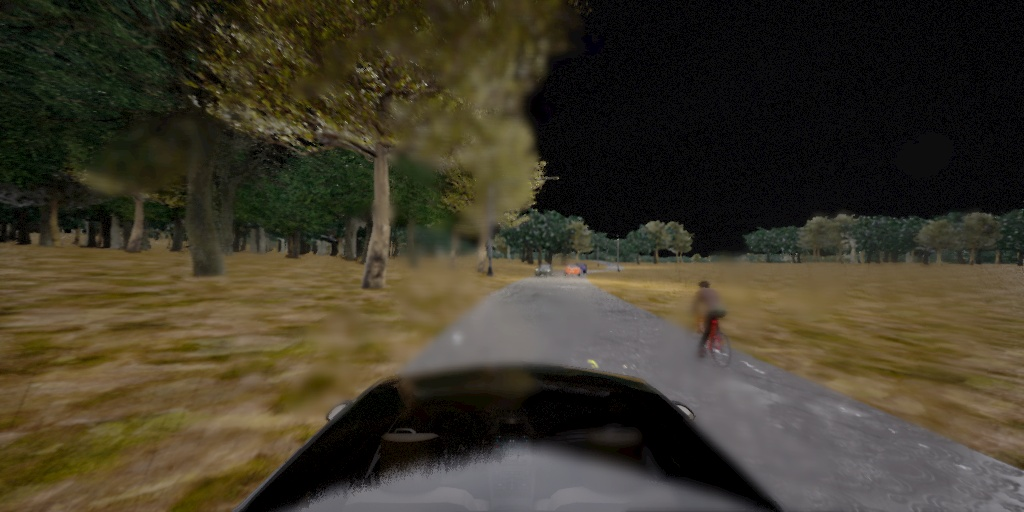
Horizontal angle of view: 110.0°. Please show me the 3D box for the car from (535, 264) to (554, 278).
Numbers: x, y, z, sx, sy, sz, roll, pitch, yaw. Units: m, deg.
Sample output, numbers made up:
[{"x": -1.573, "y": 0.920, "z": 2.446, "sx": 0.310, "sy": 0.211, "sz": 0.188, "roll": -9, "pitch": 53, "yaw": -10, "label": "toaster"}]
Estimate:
[{"x": 4.146, "y": 1.772, "z": 45.158, "sx": 2.097, "sy": 1.767, "sz": 4.553, "roll": 1, "pitch": -1, "yaw": 11, "label": "car"}]

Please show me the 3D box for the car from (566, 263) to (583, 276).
[{"x": 9.382, "y": 2.063, "z": 54.738, "sx": 2.097, "sy": 1.767, "sz": 4.553, "roll": 1, "pitch": -1, "yaw": 12, "label": "car"}]

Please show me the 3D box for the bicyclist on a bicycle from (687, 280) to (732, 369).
[{"x": 3.956, "y": 1.317, "z": 7.234, "sx": 0.582, "sy": 1.620, "sz": 1.656, "roll": 1, "pitch": -1, "yaw": 2, "label": "bicyclist on a bicycle"}]
